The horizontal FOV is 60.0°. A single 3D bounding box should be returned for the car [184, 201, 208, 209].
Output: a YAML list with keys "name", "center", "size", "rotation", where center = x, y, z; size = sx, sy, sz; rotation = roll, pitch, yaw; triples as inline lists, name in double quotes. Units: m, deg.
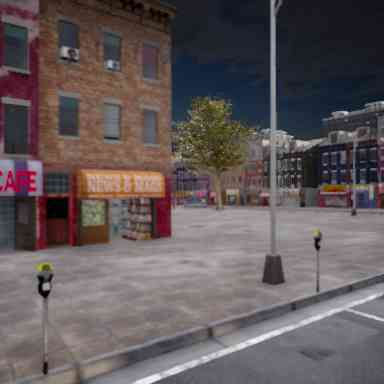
- name: "car"
  center: [0.602, 2.168, 55.859]
  size: [1.895, 1.301, 4.718]
  rotation: [0, -1, -35]
